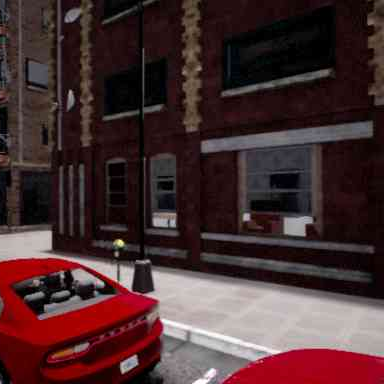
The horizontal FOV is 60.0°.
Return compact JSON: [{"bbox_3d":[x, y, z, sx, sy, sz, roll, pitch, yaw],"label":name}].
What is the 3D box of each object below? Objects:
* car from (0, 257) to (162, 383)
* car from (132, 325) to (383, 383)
[{"bbox_3d":[-2.445,1.608,4.615,4.507,1.381,1.887,-1,0,36],"label":"car"},{"bbox_3d":[2.053,1.531,1.403,4.507,1.381,1.887,-1,0,36],"label":"car"}]
